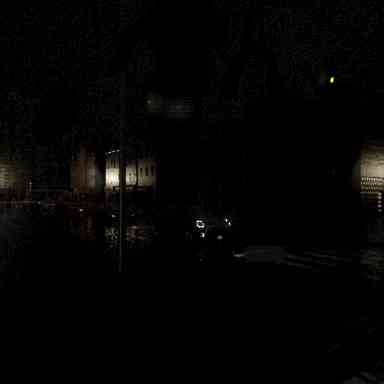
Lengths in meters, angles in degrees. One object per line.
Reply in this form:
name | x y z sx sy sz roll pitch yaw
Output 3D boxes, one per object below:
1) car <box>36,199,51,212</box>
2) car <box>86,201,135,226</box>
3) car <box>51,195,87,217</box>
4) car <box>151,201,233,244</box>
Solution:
car | -17.513 1.605 40.513 1.812 1.442 4.674 1 0 -35
car | -5.806 1.562 23.984 1.812 1.442 4.674 1 0 -35
car | -11.546 1.278 32.058 2.150 2.045 5.566 1 0 -35
car | -0.120 1.368 16.033 2.097 1.767 4.553 1 0 -36
